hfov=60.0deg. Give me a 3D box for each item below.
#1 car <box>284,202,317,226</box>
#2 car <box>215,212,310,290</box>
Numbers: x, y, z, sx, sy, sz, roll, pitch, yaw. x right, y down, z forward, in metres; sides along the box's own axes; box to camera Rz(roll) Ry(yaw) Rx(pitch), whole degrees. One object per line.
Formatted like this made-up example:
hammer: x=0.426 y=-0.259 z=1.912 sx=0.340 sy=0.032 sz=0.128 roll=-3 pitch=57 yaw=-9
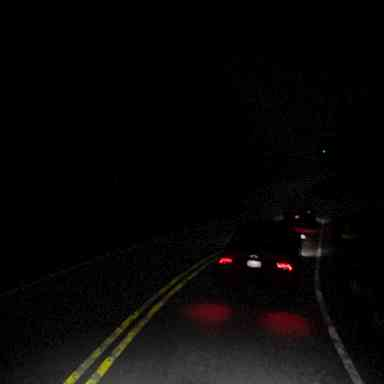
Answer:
car: x=7.524 y=1.399 z=23.015 sx=1.882 sy=1.535 sz=5.008 roll=2 pitch=1 yaw=23
car: x=2.077 y=1.523 z=9.226 sx=2.033 sy=1.411 sz=5.357 roll=2 pitch=1 yaw=19
